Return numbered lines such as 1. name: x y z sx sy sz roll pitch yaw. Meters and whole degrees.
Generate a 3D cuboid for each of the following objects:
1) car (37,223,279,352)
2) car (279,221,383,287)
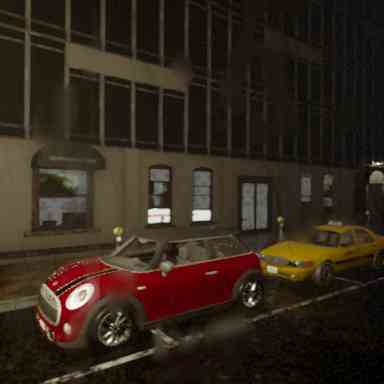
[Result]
1. car: -0.600 1.440 6.123 4.097 1.590 1.967 0 1 -36
2. car: 3.881 1.525 9.321 4.829 1.417 1.752 0 1 -36
